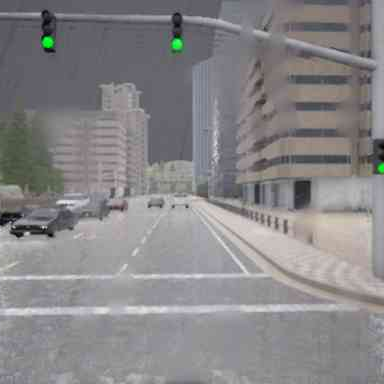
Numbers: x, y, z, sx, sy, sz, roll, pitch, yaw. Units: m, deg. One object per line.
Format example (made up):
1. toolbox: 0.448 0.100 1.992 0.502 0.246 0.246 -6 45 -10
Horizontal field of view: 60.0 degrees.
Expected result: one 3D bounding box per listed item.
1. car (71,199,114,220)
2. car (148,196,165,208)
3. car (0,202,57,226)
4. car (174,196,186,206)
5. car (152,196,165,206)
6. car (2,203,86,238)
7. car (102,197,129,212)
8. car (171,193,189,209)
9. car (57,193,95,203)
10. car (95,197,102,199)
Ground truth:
1. car: -8.014 1.520 27.137 1.994 1.385 4.181 0 0 -2
2. car: -5.039 1.483 46.154 1.994 1.385 4.181 0 0 -2
3. car: -11.361 1.567 22.987 1.895 1.301 4.718 0 0 -2
4. car: -1.957 1.427 54.579 1.812 1.442 4.674 0 0 -2
5. car: -5.480 1.380 55.098 1.882 1.535 5.008 0 0 -2
6. car: -7.668 1.520 17.936 2.033 1.411 5.357 0 0 -2
7. car: -8.389 1.415 37.588 1.882 1.535 5.008 0 0 -2
8. car: -1.589 1.140 44.900 2.150 2.045 5.566 0 0 -2
9. car: -11.725 1.170 32.940 2.150 2.045 5.566 0 0 -1
10. car: -12.066 1.421 43.168 2.128 1.511 4.902 0 0 -2
